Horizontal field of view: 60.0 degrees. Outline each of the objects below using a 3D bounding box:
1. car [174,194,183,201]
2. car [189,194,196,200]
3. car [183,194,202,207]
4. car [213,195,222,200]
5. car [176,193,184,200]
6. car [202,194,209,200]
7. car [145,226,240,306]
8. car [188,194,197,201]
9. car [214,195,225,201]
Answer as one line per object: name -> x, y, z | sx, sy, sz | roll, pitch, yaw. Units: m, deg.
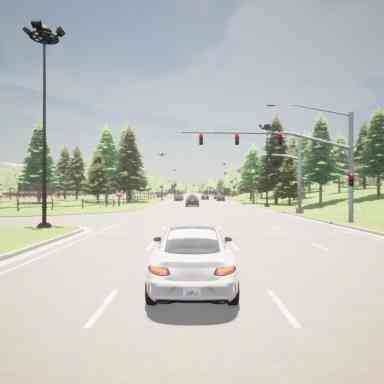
car -> -3.384, 1.569, 82.836 | 1.994, 1.385, 4.181 | 0, 0, 0
car -> 0.131, 1.361, 92.868 | 1.837, 1.490, 4.892 | 0, 0, 0
car -> 0.073, 1.368, 51.805 | 2.097, 1.767, 4.553 | 0, 0, 0
car -> 7.131, 1.413, 92.858 | 1.994, 1.385, 4.181 | 0, 0, 0
car -> -3.369, 1.216, 92.843 | 2.097, 1.767, 4.553 | 0, 0, 0
car -> 3.631, 1.383, 93.246 | 2.097, 1.767, 4.553 | 0, 0, 0
car -> 0.017, 1.528, 7.932 | 1.812, 1.442, 4.674 | 0, 0, 0
car -> 0.116, 1.373, 82.835 | 2.097, 1.767, 4.553 | 0, 0, 0
car -> 7.116, 1.542, 82.438 | 2.128, 1.511, 4.902 | 0, 0, 0
